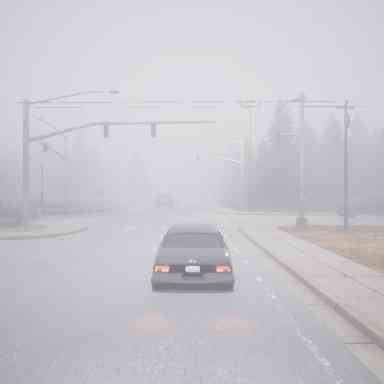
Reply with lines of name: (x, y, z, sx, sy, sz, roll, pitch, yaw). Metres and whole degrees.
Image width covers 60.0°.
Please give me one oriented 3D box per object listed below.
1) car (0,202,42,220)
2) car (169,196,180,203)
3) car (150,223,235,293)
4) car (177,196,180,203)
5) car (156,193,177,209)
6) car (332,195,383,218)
car: (-14.525, 1.518, 26.429, 4.902, 1.511, 2.128, 0, 0, 1)
car: (-3.493, 1.526, 68.177, 1.812, 1.442, 4.674, 0, 0, 2)
car: (0.034, 1.545, 9.000, 2.033, 1.411, 5.357, 0, 0, 1)
car: (-3.665, 1.352, 55.663, 2.097, 1.767, 4.553, 0, 0, 0)
car: (-3.677, 1.221, 45.653, 2.150, 2.045, 5.566, 0, 0, 0)
car: (15.547, 1.248, 29.646, 5.566, 2.045, 2.150, 0, 0, 1)
